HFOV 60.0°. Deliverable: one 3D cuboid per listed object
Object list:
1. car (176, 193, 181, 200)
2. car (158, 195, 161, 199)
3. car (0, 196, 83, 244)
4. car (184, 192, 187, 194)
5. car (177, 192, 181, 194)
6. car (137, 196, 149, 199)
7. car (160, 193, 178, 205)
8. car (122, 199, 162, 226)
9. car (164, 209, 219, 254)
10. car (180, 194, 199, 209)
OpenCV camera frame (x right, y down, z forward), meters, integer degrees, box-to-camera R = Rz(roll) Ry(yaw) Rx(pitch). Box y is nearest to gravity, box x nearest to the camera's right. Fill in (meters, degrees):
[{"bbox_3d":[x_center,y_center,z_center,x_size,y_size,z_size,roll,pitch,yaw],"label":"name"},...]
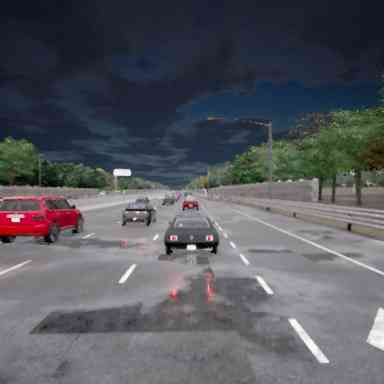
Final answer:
[{"bbox_3d":[-4.037,1.511,72.673,1.895,1.301,4.718,0,0,-1],"label":"car"},{"bbox_3d":[-7.772,1.521,87.126,1.895,1.301,4.718,0,0,-1],"label":"car"},{"bbox_3d":[-7.025,1.207,15.931,2.150,2.045,5.566,0,0,0],"label":"car"},{"bbox_3d":[-0.756,1.149,86.290,2.150,2.045,5.566,0,0,-1],"label":"car"},{"bbox_3d":[-4.313,1.405,89.483,1.882,1.535,5.008,0,0,-1],"label":"car"},{"bbox_3d":[-7.249,1.437,49.465,1.837,1.490,4.892,0,0,-1],"label":"car"},{"bbox_3d":[-3.817,1.428,55.841,1.837,1.490,4.892,0,0,-1],"label":"car"},{"bbox_3d":[-3.553,1.467,23.056,2.128,1.511,4.902,0,0,0],"label":"car"},{"bbox_3d":[-0.016,1.587,13.460,1.895,1.301,4.718,0,0,0],"label":"car"},{"bbox_3d":[-0.175,1.421,41.439,1.882,1.535,5.008,0,0,0],"label":"car"}]
